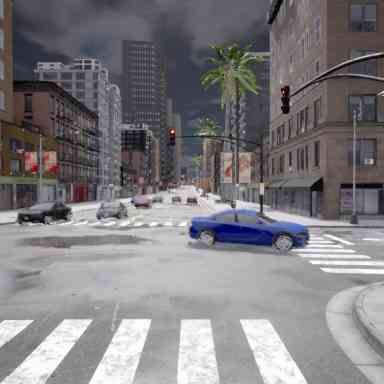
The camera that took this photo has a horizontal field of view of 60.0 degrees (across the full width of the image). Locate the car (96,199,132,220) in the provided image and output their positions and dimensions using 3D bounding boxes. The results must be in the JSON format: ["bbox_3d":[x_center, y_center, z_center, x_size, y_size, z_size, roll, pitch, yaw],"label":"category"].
[{"bbox_3d":[-6.646,1.519,28.111,1.812,1.442,4.674,0,0,0],"label":"car"}]

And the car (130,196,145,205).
[{"bbox_3d":[-9.898,1.442,60.505,1.882,1.535,5.008,0,0,1],"label":"car"}]

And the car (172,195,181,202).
[{"bbox_3d":[-3.285,1.440,70.908,2.128,1.511,4.902,0,0,0],"label":"car"}]

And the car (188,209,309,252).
[{"bbox_3d":[2.297,1.493,14.051,5.008,1.535,1.882,1,2,20],"label":"car"}]

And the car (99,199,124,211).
[{"bbox_3d":[-9.914,1.589,41.346,1.895,1.301,4.718,0,0,0],"label":"car"}]

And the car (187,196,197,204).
[{"bbox_3d":[0.000,1.440,61.335,1.882,1.535,5.008,0,0,0],"label":"car"}]

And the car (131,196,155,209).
[{"bbox_3d":[-6.672,1.463,45.561,1.882,1.535,5.008,0,0,0],"label":"car"}]

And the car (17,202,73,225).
[{"bbox_3d":[-10.259,1.452,23.571,1.882,1.535,5.008,0,-1,5],"label":"car"}]

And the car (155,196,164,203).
[{"bbox_3d":[-6.608,1.495,65.491,1.837,1.490,4.892,0,0,0],"label":"car"}]

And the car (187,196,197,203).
[{"bbox_3d":[-0.045,1.502,71.377,1.994,1.385,4.181,0,0,0],"label":"car"}]
